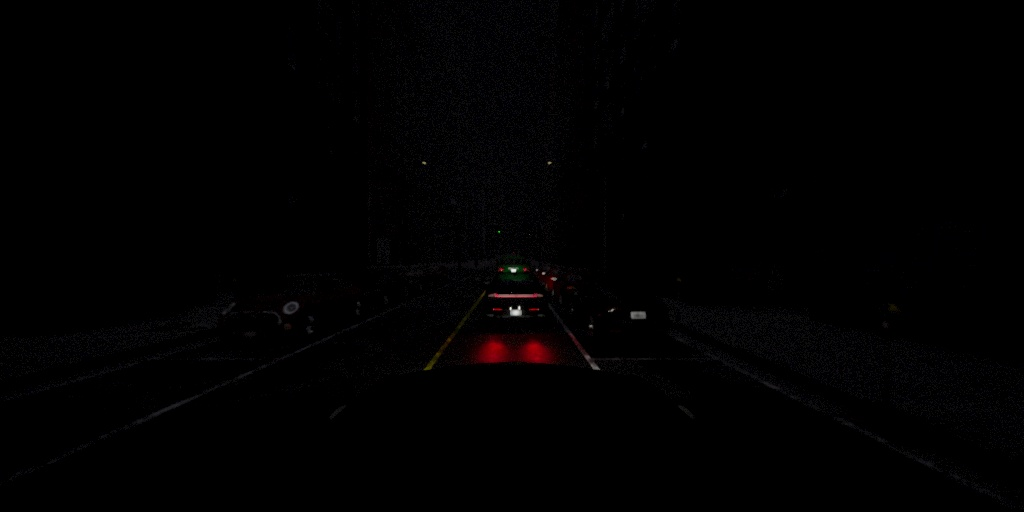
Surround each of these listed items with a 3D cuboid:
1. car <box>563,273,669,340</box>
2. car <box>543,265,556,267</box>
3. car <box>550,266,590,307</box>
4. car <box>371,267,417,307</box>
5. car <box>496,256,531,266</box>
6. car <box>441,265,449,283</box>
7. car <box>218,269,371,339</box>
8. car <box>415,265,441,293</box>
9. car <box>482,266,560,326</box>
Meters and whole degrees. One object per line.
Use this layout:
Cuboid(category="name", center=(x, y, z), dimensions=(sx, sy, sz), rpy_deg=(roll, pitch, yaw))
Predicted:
Cuboid(category="car", center=(2.761, 1.327, 9.883), dimensions=(1.948, 1.339, 4.313), rpy_deg=(0, 0, 0))
Cuboid(category="car", center=(2.760, 1.323, 20.893), dimensions=(1.888, 1.381, 4.507), rpy_deg=(0, 0, 0))
Cuboid(category="car", center=(2.761, 1.314, 15.387), dimensions=(1.888, 1.381, 4.507), rpy_deg=(0, 0, 0))
Cuboid(category="car", center=(-5.765, 1.335, 15.387), dimensions=(1.948, 1.339, 4.313), rpy_deg=(0, 0, 0))
Cuboid(category="car", center=(0.095, 1.003, 24.435), dimensions=(2.150, 2.045, 5.566), rpy_deg=(0, 0, 0))
Cuboid(category="car", center=(-5.766, 1.331, 26.398), dimensions=(1.888, 1.381, 4.507), rpy_deg=(0, 0, 0))
Cuboid(category="car", center=(-5.765, 1.201, 9.882), dimensions=(1.967, 1.591, 4.097), rpy_deg=(0, 0, 0))
Cuboid(category="car", center=(-5.765, 1.328, 20.892), dimensions=(2.007, 1.370, 4.403), rpy_deg=(0, 0, 0))
Cuboid(category="car", center=(0.099, 1.255, 11.704), dimensions=(2.128, 1.511, 4.902), rpy_deg=(0, 0, 0))
